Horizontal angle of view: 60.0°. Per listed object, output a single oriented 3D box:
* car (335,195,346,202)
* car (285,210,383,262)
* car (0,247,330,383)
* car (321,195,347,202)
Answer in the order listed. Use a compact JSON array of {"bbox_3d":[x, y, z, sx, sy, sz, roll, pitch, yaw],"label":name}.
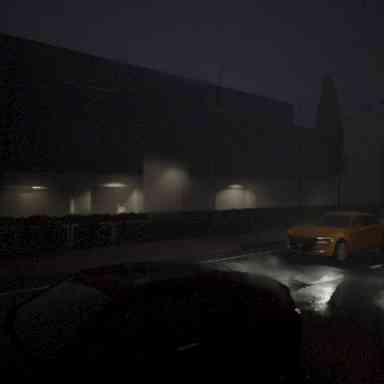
[{"bbox_3d":[30.926,1.431,74.015,1.837,1.490,4.892,0,0,-33],"label":"car"},{"bbox_3d":[5.545,1.466,12.299,5.008,1.535,1.882,0,0,-36],"label":"car"},{"bbox_3d":[-0.759,1.526,3.456,4.674,1.442,1.812,0,0,-35],"label":"car"},{"bbox_3d":[32.915,1.467,77.432,2.033,1.411,5.357,0,0,-33],"label":"car"}]
